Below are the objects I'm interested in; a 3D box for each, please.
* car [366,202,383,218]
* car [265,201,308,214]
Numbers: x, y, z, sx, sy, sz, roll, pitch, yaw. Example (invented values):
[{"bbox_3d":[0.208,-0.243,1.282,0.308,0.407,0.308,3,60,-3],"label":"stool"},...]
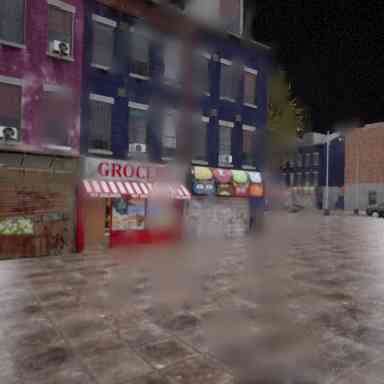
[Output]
[{"bbox_3d":[16.674,1.534,26.798,1.837,1.490,4.892,2,-2,-34],"label":"car"},{"bbox_3d":[9.924,1.668,36.406,2.033,1.411,5.357,2,-2,-35],"label":"car"}]
